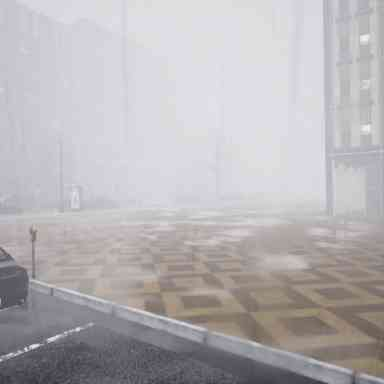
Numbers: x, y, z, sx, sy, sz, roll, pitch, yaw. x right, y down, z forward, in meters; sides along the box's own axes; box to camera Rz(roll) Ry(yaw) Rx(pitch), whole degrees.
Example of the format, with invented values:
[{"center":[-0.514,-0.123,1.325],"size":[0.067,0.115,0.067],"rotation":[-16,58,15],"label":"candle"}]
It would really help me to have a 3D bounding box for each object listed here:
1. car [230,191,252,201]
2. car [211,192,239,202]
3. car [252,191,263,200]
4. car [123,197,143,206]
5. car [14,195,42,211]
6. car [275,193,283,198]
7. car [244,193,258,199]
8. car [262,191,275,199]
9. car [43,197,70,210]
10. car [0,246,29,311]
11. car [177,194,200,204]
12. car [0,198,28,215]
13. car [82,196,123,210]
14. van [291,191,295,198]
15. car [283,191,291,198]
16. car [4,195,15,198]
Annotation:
[{"center":[9.207,1.048,64.135],"size":[1.887,1.381,4.507],"rotation":[-1,0,36],"label":"car"},{"center":[5.967,1.093,59.657],"size":[2.008,1.369,4.403],"rotation":[-1,0,36],"label":"car"},{"center":[12.447,1.046,68.613],"size":[1.802,1.307,4.206],"rotation":[-1,0,36],"label":"car"},{"center":[-9.405,1.361,48.290],"size":[1.895,1.301,4.718],"rotation":[-1,0,36],"label":"car"},{"center":[-20.265,1.228,37.701],"size":[2.192,1.841,5.009],"rotation":[-1,0,36],"label":"car"},{"center":[18.927,0.938,77.569],"size":[2.008,1.369,4.403],"rotation":[-1,0,36],"label":"car"},{"center":[15.380,1.040,86.961],"size":[1.947,1.339,4.313],"rotation":[-1,0,36],"label":"car"},{"center":[15.685,0.740,73.091],"size":[2.192,1.841,5.009],"rotation":[-1,0,36],"label":"car"},{"center":[-15.112,1.360,40.406],"size":[1.812,1.442,4.674],"rotation":[-1,0,36],"label":"car"},{"center":[-4.945,1.553,6.570],"size":[4.403,1.369,2.008],"rotation":[0,-1,35],"label":"car"},{"center":[-0.515,1.062,50.700],"size":[1.967,1.590,4.097],"rotation":[-1,0,36],"label":"car"},{"center":[-16.714,1.413,28.309],"size":[1.802,1.307,4.206],"rotation":[-1,0,36],"label":"car"},{"center":[-10.235,1.186,37.266],"size":[1.967,1.590,4.097],"rotation":[-1,0,36],"label":"car"},{"center":[25.406,0.654,86.526],"size":[1.690,1.788,3.998],"rotation":[-1,0,36],"label":"van"},{"center":[22.168,0.932,82.048],"size":[1.802,1.307,4.206],"rotation":[-1,0,36],"label":"car"},{"center":[-20.675,1.385,32.710],"size":[1.882,1.535,5.008],"rotation":[-1,0,37],"label":"car"}]
